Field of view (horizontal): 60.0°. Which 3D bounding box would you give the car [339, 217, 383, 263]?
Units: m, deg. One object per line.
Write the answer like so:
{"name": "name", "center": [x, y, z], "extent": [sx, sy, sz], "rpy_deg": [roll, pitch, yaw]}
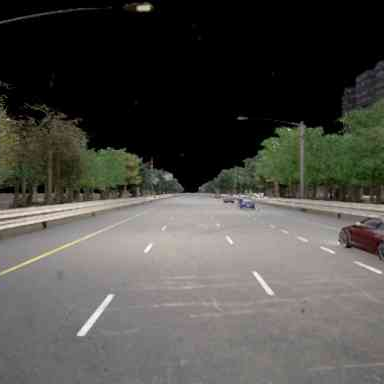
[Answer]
{"name": "car", "center": [7.003, 1.571, 11.946], "extent": [1.994, 1.385, 4.181], "rpy_deg": [0, 0, 0]}

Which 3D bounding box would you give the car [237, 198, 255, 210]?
{"name": "car", "center": [7.076, 1.544, 43.839], "extent": [1.812, 1.442, 4.674], "rpy_deg": [0, 0, 0]}

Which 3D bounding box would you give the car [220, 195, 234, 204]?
{"name": "car", "center": [7.142, 1.614, 66.219], "extent": [1.895, 1.301, 4.718], "rpy_deg": [0, 0, 0]}
